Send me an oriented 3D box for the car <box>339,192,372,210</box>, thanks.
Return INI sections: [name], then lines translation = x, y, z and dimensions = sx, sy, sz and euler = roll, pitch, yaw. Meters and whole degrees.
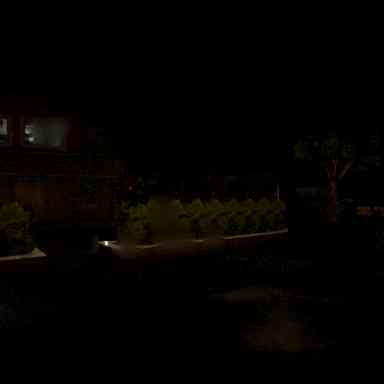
[car]
translation = 17.447, 0.985, 36.215
dimensions = 3.866, 1.878, 1.905
euler = 0, 0, 0
